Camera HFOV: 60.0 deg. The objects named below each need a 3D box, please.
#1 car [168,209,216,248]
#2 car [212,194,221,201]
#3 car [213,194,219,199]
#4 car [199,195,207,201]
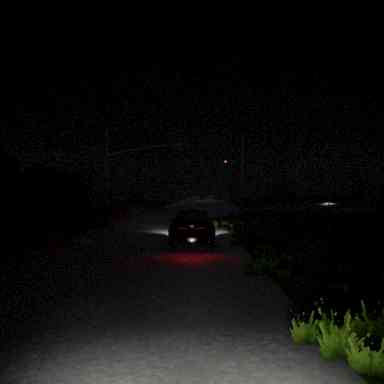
[{"bbox_3d":[0.000,1.514,14.650,1.837,1.490,4.892,0,0,0],"label":"car"},{"bbox_3d":[6.171,1.391,81.616,2.128,1.511,4.902,0,0,3],"label":"car"},{"bbox_3d":[6.815,1.320,94.935,1.812,1.442,4.674,0,0,3],"label":"car"},{"bbox_3d":[2.867,1.458,85.757,1.837,1.490,4.892,0,0,3],"label":"car"}]
